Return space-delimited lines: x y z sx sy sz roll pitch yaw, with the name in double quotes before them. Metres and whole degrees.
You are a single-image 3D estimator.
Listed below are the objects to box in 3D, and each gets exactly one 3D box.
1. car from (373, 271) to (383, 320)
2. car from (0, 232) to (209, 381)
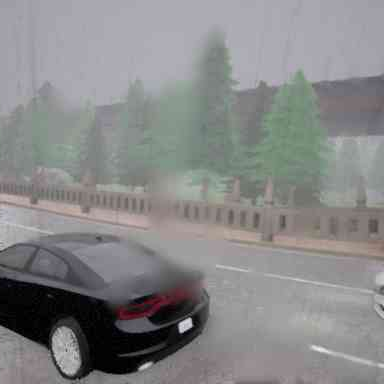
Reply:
"car" 5.162 1.523 4.608 4.674 1.442 1.812 0 0 36
"car" -2.091 1.410 5.483 5.008 1.535 1.882 2 1 36
